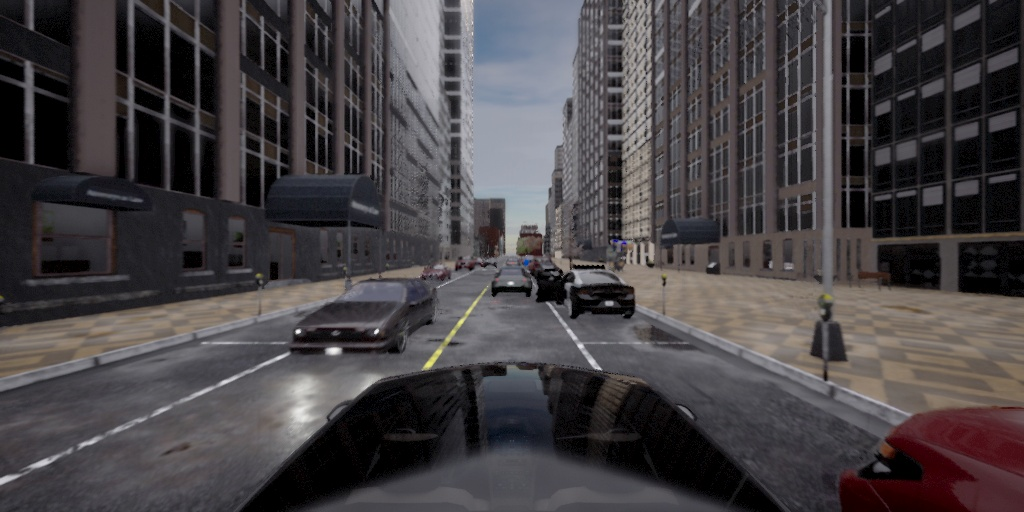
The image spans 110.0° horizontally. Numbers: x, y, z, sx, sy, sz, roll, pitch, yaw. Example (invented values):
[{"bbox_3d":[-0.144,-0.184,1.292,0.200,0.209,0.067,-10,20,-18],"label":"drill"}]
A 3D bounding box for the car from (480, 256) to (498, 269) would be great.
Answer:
[{"bbox_3d":[-3.020,0.916,50.963,1.837,1.490,4.892,0,0,0],"label":"car"}]

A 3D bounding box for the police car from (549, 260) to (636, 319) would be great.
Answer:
[{"bbox_3d":[2.699,1.120,12.721,1.930,1.638,5.238,0,0,-1],"label":"police car"}]

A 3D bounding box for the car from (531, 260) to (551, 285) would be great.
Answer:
[{"bbox_3d":[2.680,1.186,27.389,1.948,1.339,4.313,0,0,0],"label":"car"}]

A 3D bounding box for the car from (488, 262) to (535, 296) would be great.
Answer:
[{"bbox_3d":[0.007,1.228,18.722,1.994,1.385,4.181,0,0,2],"label":"car"}]

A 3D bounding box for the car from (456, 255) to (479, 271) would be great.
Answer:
[{"bbox_3d":[-5.707,0.848,44.003,2.192,1.841,5.009,0,0,0],"label":"car"}]

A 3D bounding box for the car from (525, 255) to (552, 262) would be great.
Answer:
[{"bbox_3d":[2.678,0.906,32.928,2.192,1.841,5.009,0,0,0],"label":"car"}]

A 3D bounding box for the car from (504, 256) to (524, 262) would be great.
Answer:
[{"bbox_3d":[0.081,1.015,45.697,2.128,1.511,4.902,0,0,0],"label":"car"}]

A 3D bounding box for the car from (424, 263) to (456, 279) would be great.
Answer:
[{"bbox_3d":[-5.700,1.201,27.385,1.802,1.307,4.207,0,0,0],"label":"car"}]

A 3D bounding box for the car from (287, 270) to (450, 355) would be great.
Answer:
[{"bbox_3d":[-3.104,1.261,8.900,2.033,1.411,5.357,0,0,0],"label":"car"}]
